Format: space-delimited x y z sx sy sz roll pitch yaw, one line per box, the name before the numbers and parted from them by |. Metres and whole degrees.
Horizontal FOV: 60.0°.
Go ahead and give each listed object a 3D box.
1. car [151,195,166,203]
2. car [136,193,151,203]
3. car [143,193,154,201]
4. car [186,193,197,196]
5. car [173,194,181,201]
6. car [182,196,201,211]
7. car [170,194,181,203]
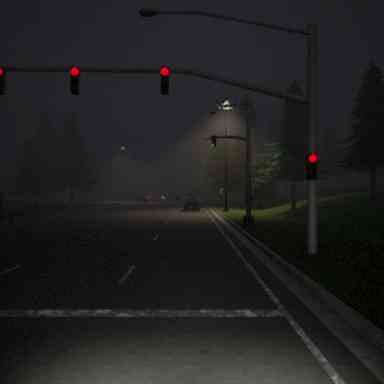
car | -7.113 1.599 70.866 1.895 1.301 4.718 0 0 0
car | -10.612 1.543 70.414 2.033 1.411 5.357 0 0 0
car | -10.629 1.200 80.804 2.097 1.767 4.553 0 0 0
car | -0.113 1.228 70.460 2.150 2.045 5.566 0 0 0
car | -3.629 1.323 80.845 1.882 1.535 5.008 0 0 0
car | -0.063 1.532 39.817 1.812 1.442 4.674 0 0 0
car | -3.613 1.556 70.841 1.994 1.385 4.181 0 0 0
